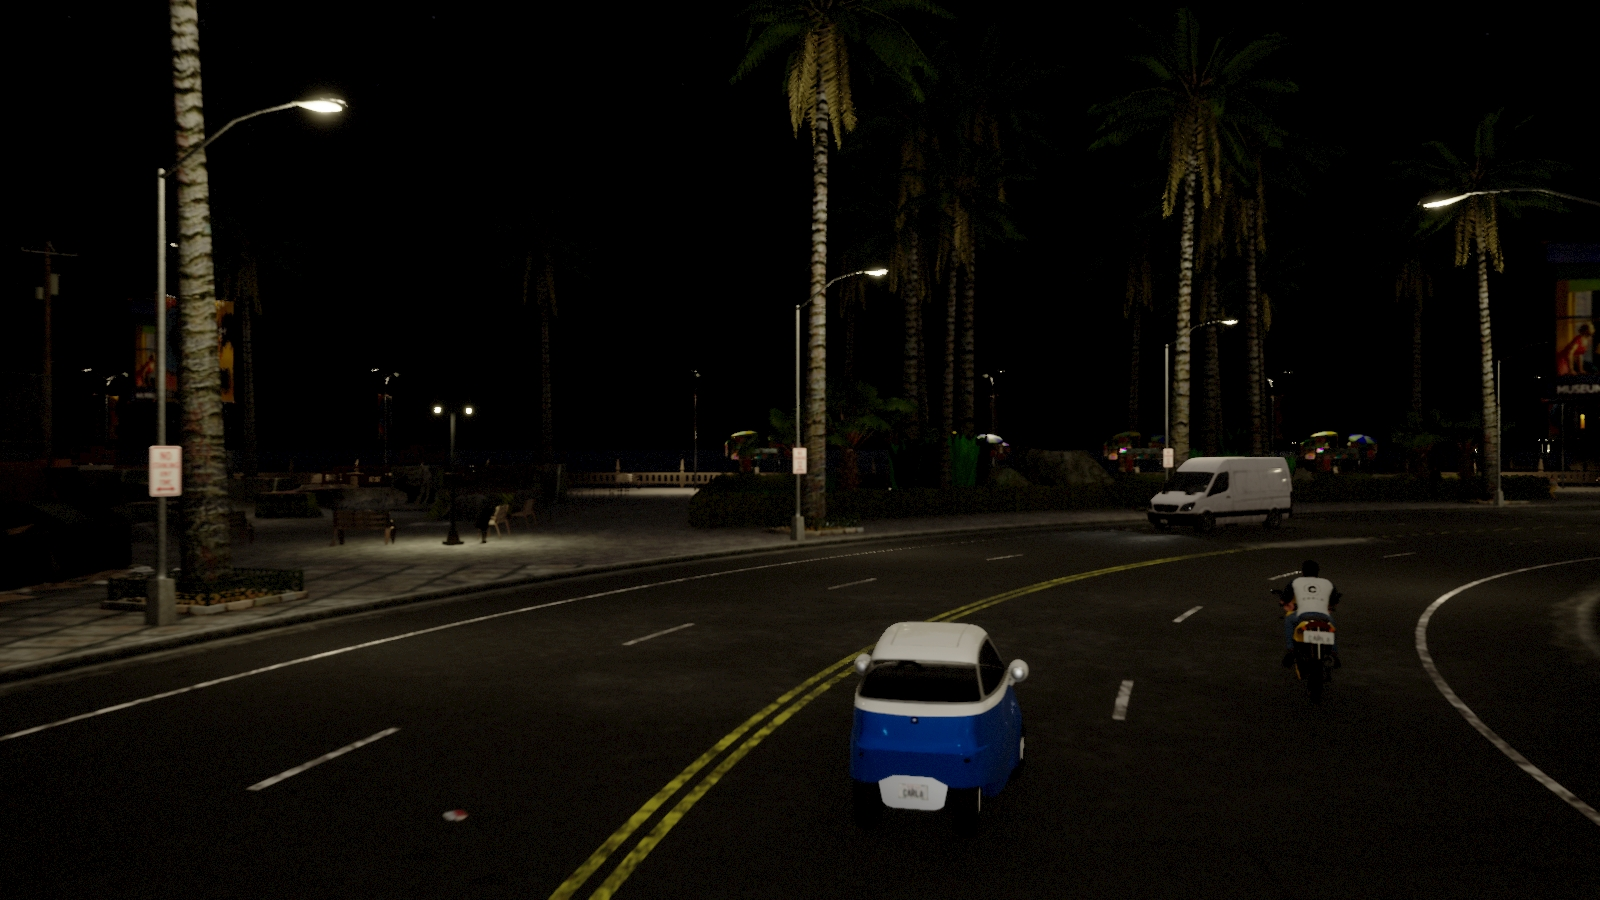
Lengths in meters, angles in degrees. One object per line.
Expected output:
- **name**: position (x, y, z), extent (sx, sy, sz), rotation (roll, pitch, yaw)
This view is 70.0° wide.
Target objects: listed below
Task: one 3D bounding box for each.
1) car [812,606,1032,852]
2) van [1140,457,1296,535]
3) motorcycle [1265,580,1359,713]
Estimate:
- **car**: position (1.072, 2.119, 9.237), extent (1.481, 1.376, 2.207), rotation (0, 0, 14)
- **van**: position (14.738, 1.532, 40.164), extent (5.915, 2.561, 1.988), rotation (0, 0, -33)
- **motorcycle**: position (5.884, 2.212, 13.227), extent (0.803, 1.145, 2.033), rotation (1, 0, 19)
